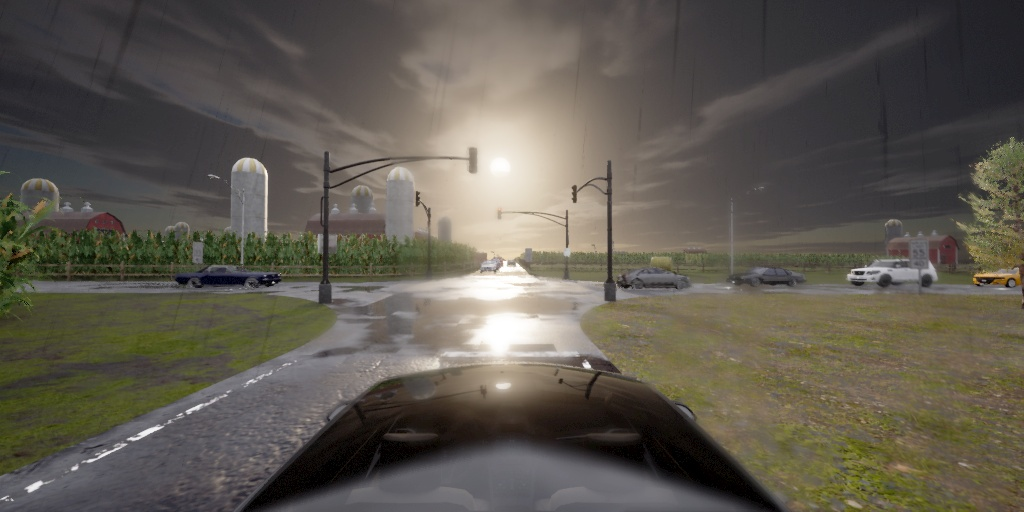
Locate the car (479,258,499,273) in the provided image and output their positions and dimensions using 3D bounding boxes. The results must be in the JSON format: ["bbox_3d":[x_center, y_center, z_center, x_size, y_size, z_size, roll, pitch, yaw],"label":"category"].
[{"bbox_3d":[-2.827,1.312,43.405,1.812,1.442,4.674,0,0,-1],"label":"car"}]

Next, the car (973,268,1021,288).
[{"bbox_3d":[38.836,1.645,27.806,5.008,1.535,1.882,1,-1,-5],"label":"car"}]

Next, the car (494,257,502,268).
[{"bbox_3d":[-2.883,1.325,52.563,1.812,1.442,4.674,0,0,0],"label":"car"}]

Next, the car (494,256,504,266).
[{"bbox_3d":[-2.904,1.295,62.584,1.882,1.535,5.008,0,0,0],"label":"car"}]

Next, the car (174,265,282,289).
[{"bbox_3d":[-16.046,1.199,20.548,4.718,1.301,1.895,1,-1,-7],"label":"car"}]

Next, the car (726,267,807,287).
[{"bbox_3d":[18.670,1.525,26.339,5.357,1.411,2.033,1,-1,-8],"label":"car"}]

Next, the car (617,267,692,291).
[{"bbox_3d":[8.638,1.370,21.898,4.181,1.385,1.994,1,-1,-4],"label":"car"}]

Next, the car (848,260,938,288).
[{"bbox_3d":[28.655,1.291,27.050,5.566,2.045,2.150,1,-1,-4],"label":"car"}]
